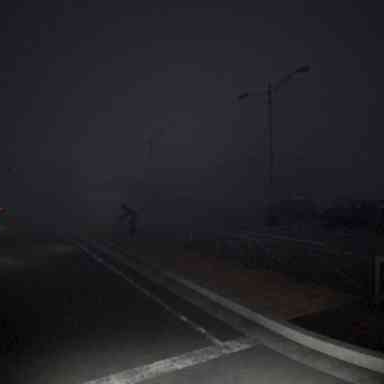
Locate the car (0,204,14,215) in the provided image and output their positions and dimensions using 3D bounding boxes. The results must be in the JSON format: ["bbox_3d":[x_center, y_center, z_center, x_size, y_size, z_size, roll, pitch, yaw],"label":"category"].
[{"bbox_3d":[-23.714,2.175,41.354,4.674,1.442,1.812,-1,0,43],"label":"car"}]

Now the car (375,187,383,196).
[{"bbox_3d":[31.988,0.049,57.998,1.905,1.878,3.866,-2,0,-28],"label":"car"}]

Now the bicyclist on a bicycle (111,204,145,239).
[{"bbox_3d":[-3.010,1.370,15.589,1.656,1.620,0.582,-2,0,-29],"label":"bicyclist on a bicycle"}]

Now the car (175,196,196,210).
[{"bbox_3d":[-1.439,1.319,40.858,2.152,1.636,5.027,-2,0,-28],"label":"car"}]

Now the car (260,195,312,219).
[{"bbox_3d":[7.188,1.139,24.306,1.970,1.475,3.806,-2,0,-28],"label":"car"}]

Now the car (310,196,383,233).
[{"bbox_3d":[8.038,1.114,16.354,1.845,1.501,3.633,-2,0,-28],"label":"car"}]

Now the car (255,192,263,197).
[{"bbox_3d":[16.534,0.871,88.280,4.611,1.667,2.242,-2,0,-28],"label":"car"}]

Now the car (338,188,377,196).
[{"bbox_3d":[21.455,0.602,44.291,2.007,1.523,4.514,-2,0,-28],"label":"car"}]

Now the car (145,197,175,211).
[{"bbox_3d":[-4.183,1.412,39.340,2.007,1.523,4.514,-2,0,-28],"label":"car"}]

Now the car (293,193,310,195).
[{"bbox_3d":[12.616,0.892,39.640,1.845,1.501,3.633,-2,0,-28],"label":"car"}]
